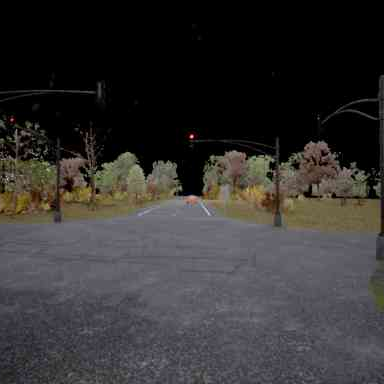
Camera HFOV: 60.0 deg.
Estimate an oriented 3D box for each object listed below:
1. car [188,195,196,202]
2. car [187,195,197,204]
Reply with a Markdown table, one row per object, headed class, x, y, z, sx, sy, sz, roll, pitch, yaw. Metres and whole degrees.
| class | x | y | z | sx | sy | sz | roll | pitch | yaw |
| --- | --- | --- | --- | --- | --- | --- | --- | --- | --- |
| car | 0.020 | 1.449 | 78.014 | 1.812 | 1.442 | 4.674 | 0 | 0 | 0 |
| car | 0.018 | 1.424 | 67.978 | 2.097 | 1.767 | 4.553 | 0 | 0 | 0 |
